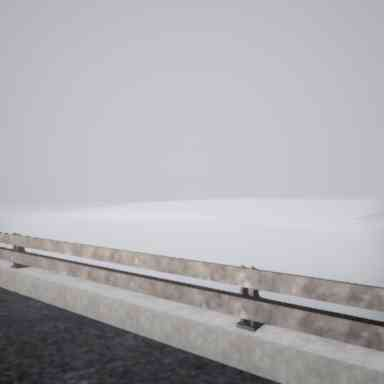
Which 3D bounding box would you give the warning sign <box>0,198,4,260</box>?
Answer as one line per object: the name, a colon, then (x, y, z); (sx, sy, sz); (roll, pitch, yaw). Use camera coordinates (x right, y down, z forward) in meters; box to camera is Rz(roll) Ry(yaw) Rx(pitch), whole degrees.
warning sign: (-6.546, 1.139, 9.861); (1.060, 1.860, 1.300); (-1, 0, 36)
